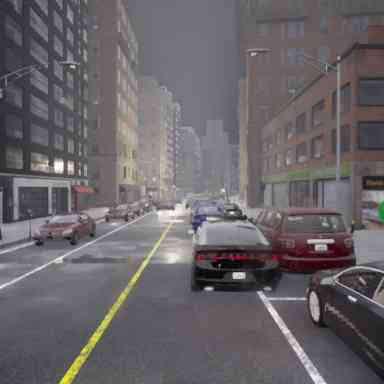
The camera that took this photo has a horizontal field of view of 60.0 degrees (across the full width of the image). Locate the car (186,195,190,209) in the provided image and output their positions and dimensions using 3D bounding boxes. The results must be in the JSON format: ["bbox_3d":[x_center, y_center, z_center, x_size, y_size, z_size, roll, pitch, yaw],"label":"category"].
[{"bbox_3d":[0.136,1.539,44.864,1.994,1.385,4.181,0,0,0],"label":"car"}]

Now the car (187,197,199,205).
[{"bbox_3d":[0.140,1.561,57.022,1.895,1.301,4.718,0,0,0],"label":"car"}]

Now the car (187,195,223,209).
[{"bbox_3d":[0.900,1.343,24.916,2.097,1.767,4.553,0,0,0],"label":"car"}]

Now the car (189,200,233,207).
[{"bbox_3d":[0.946,1.473,18.947,1.882,1.535,5.008,0,0,0],"label":"car"}]

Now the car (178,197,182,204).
[{"bbox_3d":[-2.851,1.520,60.734,1.994,1.385,4.181,0,0,0],"label":"car"}]

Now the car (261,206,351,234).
[{"bbox_3d":[2.872,1.313,9.768,2.192,1.841,5.009,-1,0,0],"label":"car"}]

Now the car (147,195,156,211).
[{"bbox_3d":[-5.585,1.423,37.310,1.967,1.590,4.097,-1,0,0],"label":"car"}]

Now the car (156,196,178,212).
[{"bbox_3d":[-3.003,1.545,38.771,1.994,1.385,4.181,0,0,0],"label":"car"}]

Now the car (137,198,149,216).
[{"bbox_3d":[-5.597,1.569,31.803,1.802,1.307,4.206,-1,0,0],"label":"car"}]

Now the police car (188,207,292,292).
[{"bbox_3d":[0.922,1.423,9.056,1.930,1.638,5.238,0,0,0],"label":"police car"}]

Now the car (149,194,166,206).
[{"bbox_3d":[-5.546,1.280,53.834,2.192,1.841,5.009,-1,0,0],"label":"car"}]

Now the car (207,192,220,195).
[{"bbox_3d":[5.974,1.449,92.640,1.947,1.339,4.313,0,0,9],"label":"car"}]

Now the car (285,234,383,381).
[{"bbox_3d":[2.861,1.550,4.262,2.008,1.369,4.403,-1,0,0],"label":"car"}]

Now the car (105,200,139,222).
[{"bbox_3d":[-5.611,1.573,26.295,1.802,1.307,4.206,-1,0,0],"label":"car"}]

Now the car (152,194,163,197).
[{"bbox_3d":[-5.560,1.286,48.326,2.192,1.841,5.009,-1,0,0],"label":"car"}]

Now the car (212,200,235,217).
[{"bbox_3d":[2.928,1.512,31.963,1.752,1.417,4.829,-1,0,0],"label":"car"}]

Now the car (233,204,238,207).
[{"bbox_3d":[2.914,1.557,26.287,1.947,1.339,4.313,-1,0,0],"label":"car"}]

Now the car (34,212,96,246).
[{"bbox_3d":[-5.637,1.578,15.279,1.802,1.307,4.206,-1,0,0],"label":"car"}]
